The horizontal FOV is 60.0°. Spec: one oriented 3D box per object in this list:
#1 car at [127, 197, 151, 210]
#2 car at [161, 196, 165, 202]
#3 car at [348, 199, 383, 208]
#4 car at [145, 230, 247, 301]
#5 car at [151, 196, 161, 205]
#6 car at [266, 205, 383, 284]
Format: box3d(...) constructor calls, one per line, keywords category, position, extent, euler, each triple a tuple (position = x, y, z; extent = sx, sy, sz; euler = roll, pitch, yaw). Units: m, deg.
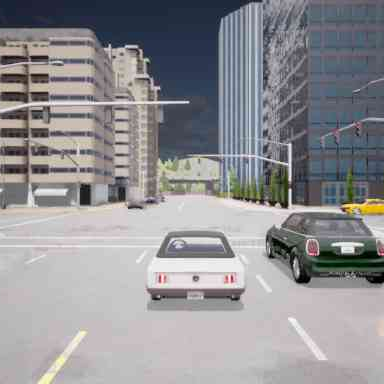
box3d(category="car", position=(-7.041, 1.547, 42.969), extent=(2.033, 1.411, 5.357), euler=(0, 0, 0))
box3d(category="car", position=(-6.906, 1.524, 73.040), extent=(2.128, 1.511, 4.902), euler=(0, 0, 0))
box3d(category="car", position=(16.854, 1.422, 31.656), extent=(5.008, 1.535, 1.882), euler=(-1, 0, 1))
box3d(category="car", position=(0.086, 1.601, 8.287), extent=(1.895, 1.301, 4.718), euler=(0, 0, 0))
box3d(category="car", position=(-7.007, 1.600, 57.795), extent=(1.895, 1.301, 4.718), euler=(0, 0, 0))
box3d(category="car", position=(3.594, 1.352, 9.777), extent=(2.097, 1.767, 4.553), euler=(0, 0, 0))
